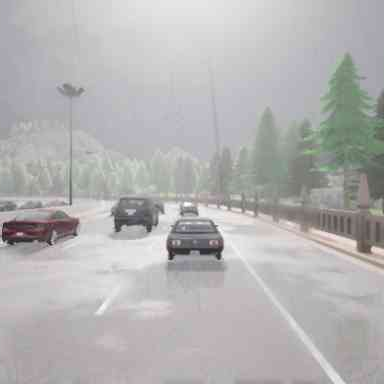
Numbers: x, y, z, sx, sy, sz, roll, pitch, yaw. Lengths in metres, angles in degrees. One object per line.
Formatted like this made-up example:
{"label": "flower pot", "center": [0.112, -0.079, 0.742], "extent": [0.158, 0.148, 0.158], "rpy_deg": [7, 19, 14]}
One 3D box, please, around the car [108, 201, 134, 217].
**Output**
{"label": "car", "center": [-7.429, 1.732, 35.286], "extent": [2.033, 1.411, 5.357], "rpy_deg": [0, 0, -5]}

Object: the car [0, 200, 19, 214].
{"label": "car", "center": [-22.161, 1.711, 38.943], "extent": [1.837, 1.490, 4.892], "rpy_deg": [0, -1, -9]}

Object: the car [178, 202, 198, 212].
{"label": "car", "center": [-0.438, 1.733, 35.668], "extent": [2.033, 1.411, 5.357], "rpy_deg": [0, 0, -5]}

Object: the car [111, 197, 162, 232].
{"label": "car", "center": [-3.403, 1.328, 21.075], "extent": [2.150, 2.045, 5.566], "rpy_deg": [0, -1, 0]}

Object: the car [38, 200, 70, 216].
{"label": "car", "center": [-14.724, 1.665, 35.871], "extent": [1.882, 1.535, 5.008], "rpy_deg": [0, -1, -6]}

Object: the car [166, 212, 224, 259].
{"label": "car", "center": [0.099, 1.669, 12.882], "extent": [1.895, 1.301, 4.718], "rpy_deg": [0, 0, 0]}

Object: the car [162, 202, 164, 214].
{"label": "car", "center": [-4.367, 1.555, 38.874], "extent": [2.097, 1.767, 4.553], "rpy_deg": [0, 0, -7]}

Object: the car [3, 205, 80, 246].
{"label": "car", "center": [-6.901, 1.561, 15.831], "extent": [1.882, 1.535, 5.008], "rpy_deg": [0, 0, 0]}

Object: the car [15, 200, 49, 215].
{"label": "car", "center": [-18.559, 1.750, 38.773], "extent": [2.033, 1.411, 5.357], "rpy_deg": [0, 0, -8]}
